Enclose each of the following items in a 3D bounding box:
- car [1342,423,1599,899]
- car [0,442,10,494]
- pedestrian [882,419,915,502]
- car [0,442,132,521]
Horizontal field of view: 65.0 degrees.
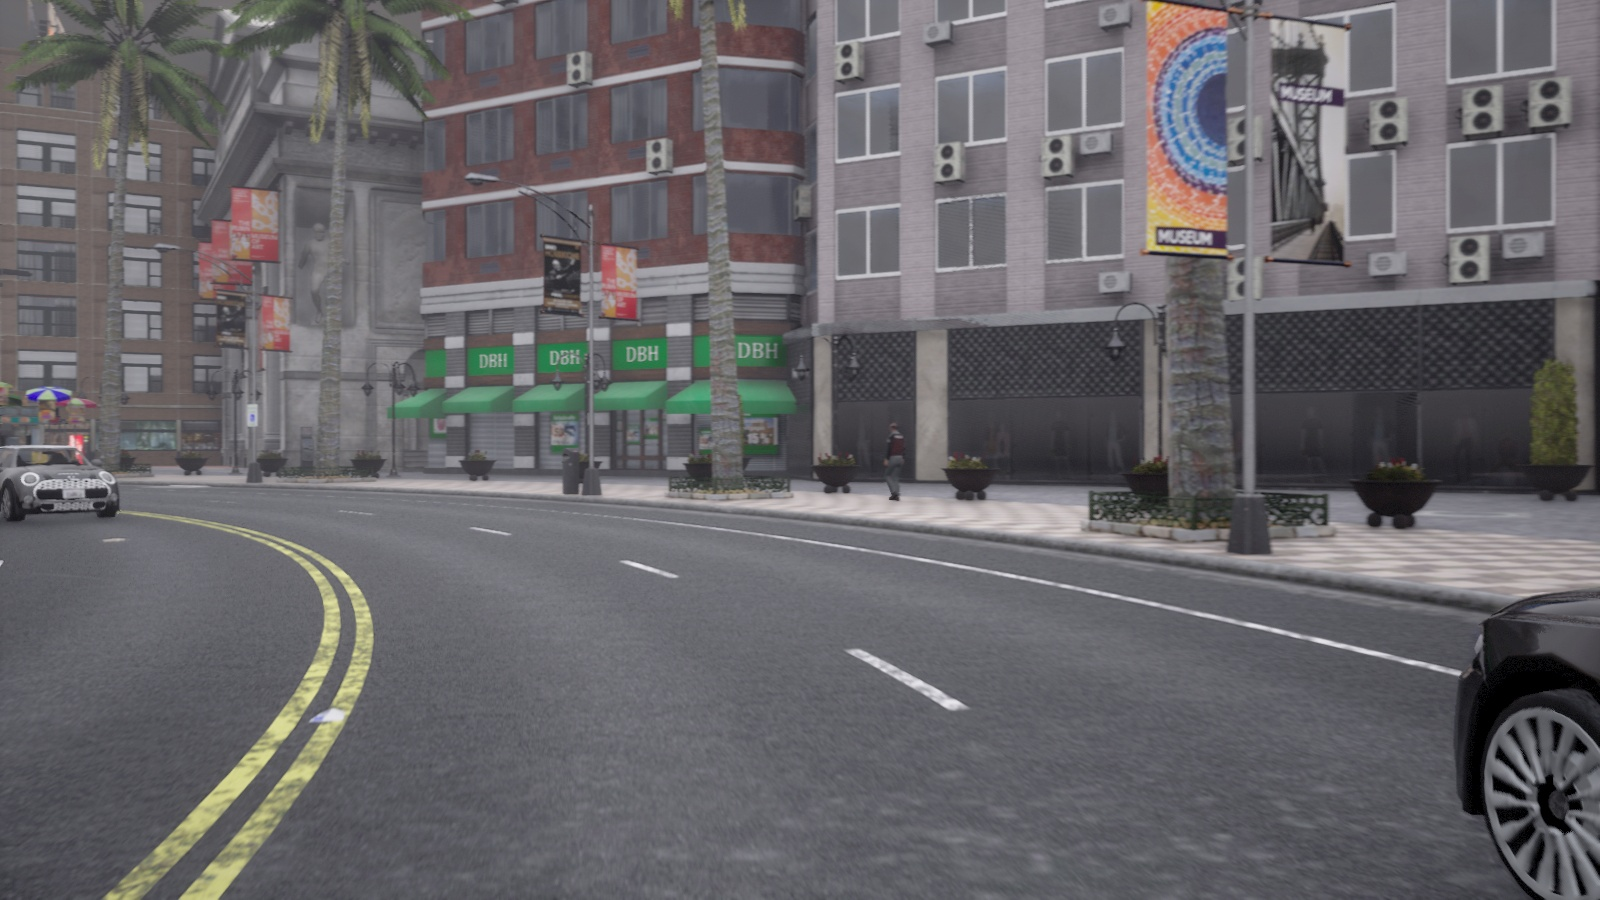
[{"bbox_3d":[3.334,0.688,2.501,2.128,1.511,4.902,0,0,-4],"label":"car"},{"bbox_3d":[-25.492,0.522,37.470,3.705,1.549,1.789,1,1,31],"label":"car"},{"bbox_3d":[2.223,0.242,28.487,0.376,1.854,0.720,0,0,-35],"label":"pedestrian"},{"bbox_3d":[-15.250,0.572,25.428,3.806,1.475,1.970,0,0,44],"label":"car"}]
